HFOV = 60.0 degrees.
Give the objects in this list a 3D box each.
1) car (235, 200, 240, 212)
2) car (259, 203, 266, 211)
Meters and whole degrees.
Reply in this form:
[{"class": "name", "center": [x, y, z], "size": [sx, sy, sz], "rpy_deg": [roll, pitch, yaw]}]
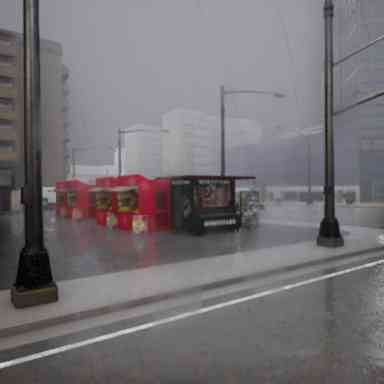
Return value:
[{"class": "car", "center": [3.657, 1.442, 34.524], "size": [1.882, 1.535, 5.008], "rpy_deg": [-1, 0, -36]}, {"class": "car", "center": [6.153, 1.496, 37.049], "size": [1.994, 1.385, 4.181], "rpy_deg": [-1, 0, -36]}]
